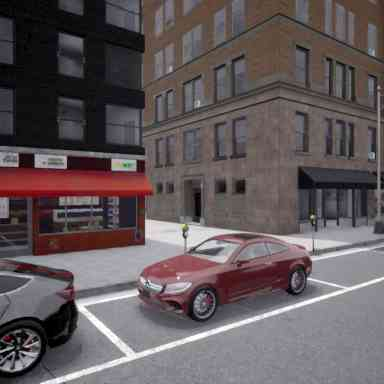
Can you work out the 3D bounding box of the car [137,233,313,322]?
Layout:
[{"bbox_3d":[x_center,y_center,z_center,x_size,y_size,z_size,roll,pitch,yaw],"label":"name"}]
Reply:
[{"bbox_3d":[0.884,1.582,7.160,4.206,1.307,1.802,0,0,-35],"label":"car"}]

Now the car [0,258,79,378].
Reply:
[{"bbox_3d":[-3.597,1.566,3.969,4.313,1.339,1.947,0,0,-35],"label":"car"}]
